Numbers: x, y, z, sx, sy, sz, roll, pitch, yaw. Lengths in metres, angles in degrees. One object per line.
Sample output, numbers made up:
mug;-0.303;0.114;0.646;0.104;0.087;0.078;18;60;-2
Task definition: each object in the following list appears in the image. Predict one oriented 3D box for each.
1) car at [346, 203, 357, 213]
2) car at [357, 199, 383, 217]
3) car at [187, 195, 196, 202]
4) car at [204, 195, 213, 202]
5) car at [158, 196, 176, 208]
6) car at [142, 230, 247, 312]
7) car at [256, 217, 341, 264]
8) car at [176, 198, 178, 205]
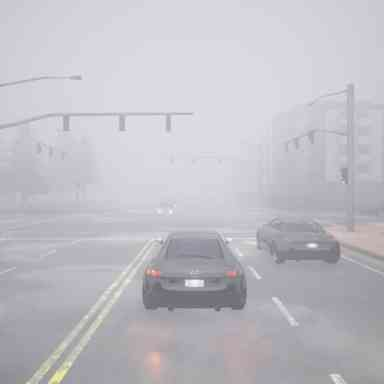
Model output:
car;18.587;1.491;34.500;4.902;1.511;2.128;0;0;-2
car;18.535;1.500;31.002;4.892;1.490;1.837;-1;0;-2
car;-0.041;1.392;71.327;1.994;1.385;4.181;0;0;0
car;3.459;1.363;71.343;2.128;1.511;4.902;0;0;0
car;-3.610;1.525;47.134;1.812;1.442;4.674;0;0;0
car;0.055;1.564;7.819;1.994;1.385;4.181;0;0;0
car;3.575;1.564;11.904;1.994;1.385;4.181;0;0;0
car;-3.599;1.504;59.548;1.837;1.490;4.892;0;0;0
